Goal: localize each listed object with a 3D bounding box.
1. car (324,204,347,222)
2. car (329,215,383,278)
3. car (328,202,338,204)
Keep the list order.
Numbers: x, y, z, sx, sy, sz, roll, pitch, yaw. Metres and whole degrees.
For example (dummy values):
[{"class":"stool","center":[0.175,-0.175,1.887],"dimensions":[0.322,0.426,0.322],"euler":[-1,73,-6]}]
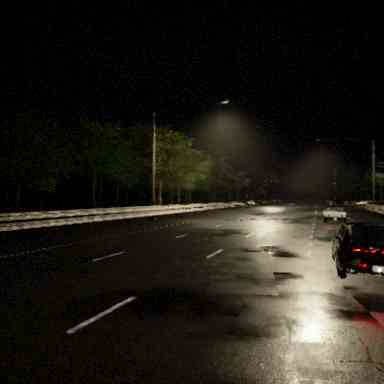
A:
[{"class":"car","center":[13.603,2.157,31.770],"dimensions":[1.895,1.301,4.718],"euler":[0,-1,21]},{"class":"car","center":[5.492,1.696,10.474],"dimensions":[1.837,1.490,4.892],"euler":[0,-1,21]},{"class":"car","center":[23.600,2.470,55.631],"dimensions":[2.128,1.511,4.902],"euler":[0,-1,29]}]
